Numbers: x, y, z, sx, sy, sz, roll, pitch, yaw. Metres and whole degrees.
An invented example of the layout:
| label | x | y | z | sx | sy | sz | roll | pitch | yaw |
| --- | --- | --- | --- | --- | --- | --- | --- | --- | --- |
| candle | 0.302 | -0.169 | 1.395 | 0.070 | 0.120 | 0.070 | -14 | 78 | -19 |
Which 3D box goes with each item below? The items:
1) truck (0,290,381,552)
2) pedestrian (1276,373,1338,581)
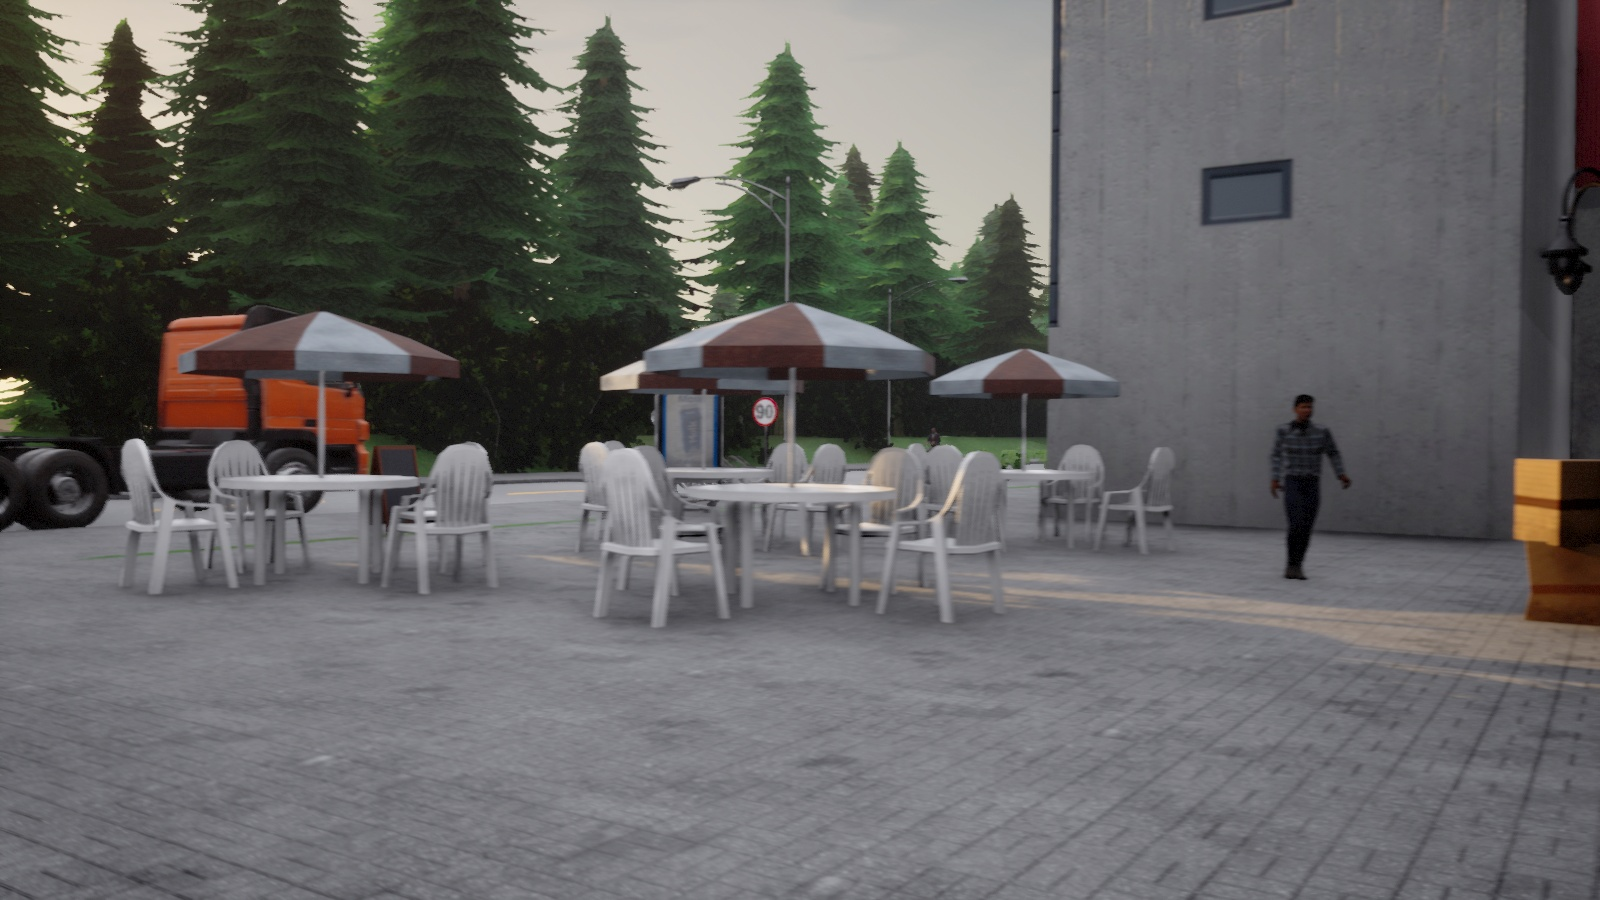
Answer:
| label | x | y | z | sx | sy | sz | roll | pitch | yaw |
| --- | --- | --- | --- | --- | --- | --- | --- | --- | --- |
| truck | -10.607 | -0.420 | 19.486 | 2.891 | 3.462 | 7.936 | 0 | 1 | 28 |
| pedestrian | 4.907 | 0.251 | 12.181 | 0.423 | 1.949 | 0.788 | 0 | 1 | 12 |
